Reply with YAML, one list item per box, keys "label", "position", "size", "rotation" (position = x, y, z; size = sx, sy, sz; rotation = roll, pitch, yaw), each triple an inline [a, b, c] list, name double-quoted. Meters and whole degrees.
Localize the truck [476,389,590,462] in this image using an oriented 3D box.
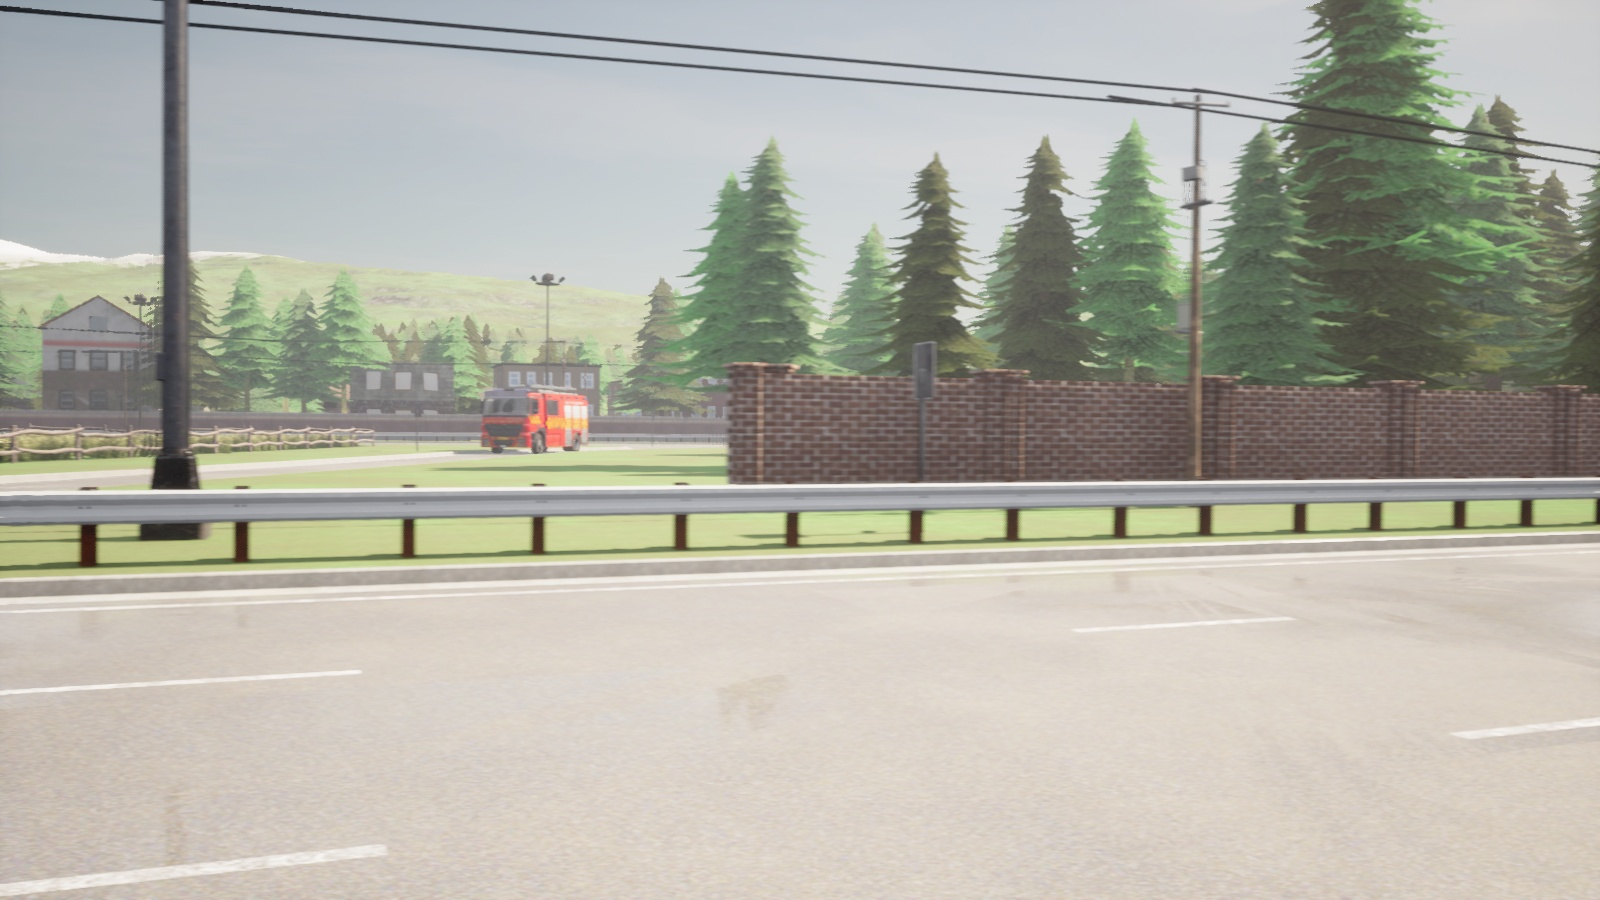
- label: "truck"
  position: [-14.908, -1.391, 70.923]
  size: [2.891, 3.827, 8.468]
  rotation: [-1, 1, 13]
